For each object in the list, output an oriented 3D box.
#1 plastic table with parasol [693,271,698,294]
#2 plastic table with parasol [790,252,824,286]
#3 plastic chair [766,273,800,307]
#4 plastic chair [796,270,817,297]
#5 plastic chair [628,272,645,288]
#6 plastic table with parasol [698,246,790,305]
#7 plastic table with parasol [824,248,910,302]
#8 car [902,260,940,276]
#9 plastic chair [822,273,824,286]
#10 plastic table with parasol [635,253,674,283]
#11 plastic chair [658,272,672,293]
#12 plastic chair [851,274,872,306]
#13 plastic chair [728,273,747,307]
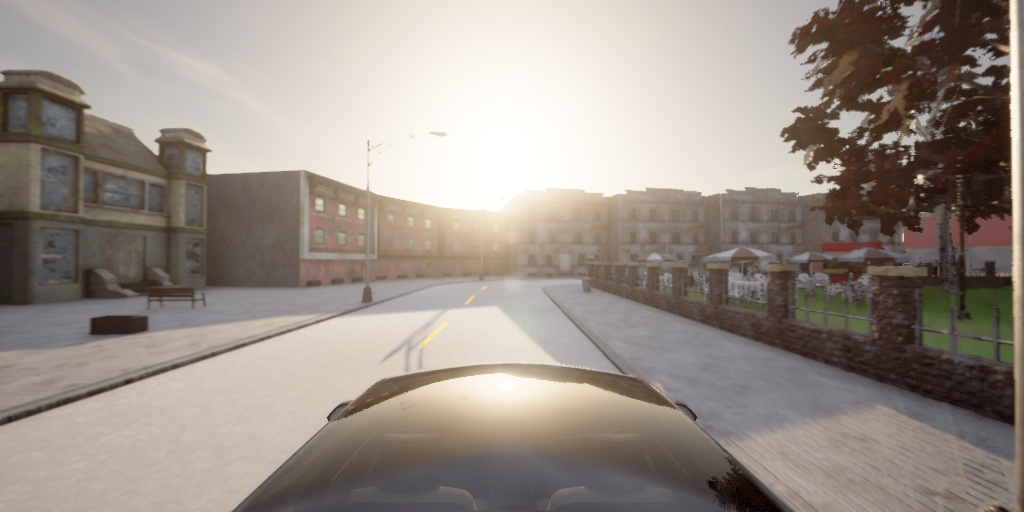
[{"bbox_3d":[11.662,0.952,19.601,2.482,2.480,2.482,0,0,-40],"label":"plastic table with parasol"},{"bbox_3d":[17.434,1.000,20.828,2.482,2.480,2.482,0,0,-40],"label":"plastic table with parasol"},{"bbox_3d":[10.992,1.445,14.539,0.750,1.272,0.730,0,0,-32],"label":"plastic chair"},{"bbox_3d":[16.403,1.594,20.084,0.730,1.272,0.750,0,0,-40],"label":"plastic chair"},{"bbox_3d":[7.995,1.639,23.338,0.730,1.272,0.750,0,0,0],"label":"plastic chair"},{"bbox_3d":[10.047,0.823,15.553,2.482,2.480,2.482,0,0,-38],"label":"plastic table with parasol"},{"bbox_3d":[15.978,0.873,16.011,2.482,2.480,2.482,0,0,-38],"label":"plastic table with parasol"},{"bbox_3d":[41.386,1.457,36.602,5.566,2.045,2.150,0,-1,1],"label":"car"},{"bbox_3d":[15.439,1.526,17.036,0.750,1.272,0.730,0,0,-38],"label":"plastic chair"},{"bbox_3d":[9.256,1.033,23.247,2.482,2.480,2.482,0,0,0],"label":"plastic table with parasol"},{"bbox_3d":[9.327,1.618,21.920,0.750,1.272,0.730,0,0,5],"label":"plastic chair"},{"bbox_3d":[15.142,1.484,15.278,0.730,1.272,0.750,0,0,-39],"label":"plastic chair"},{"bbox_3d":[9.061,1.451,14.829,0.730,1.272,0.750,0,0,-40],"label":"plastic chair"}]
